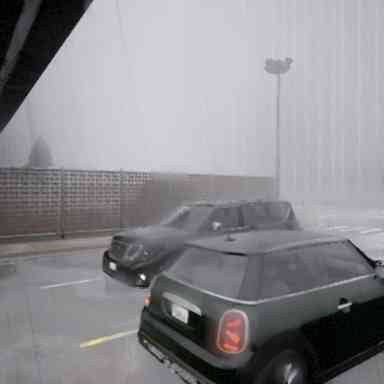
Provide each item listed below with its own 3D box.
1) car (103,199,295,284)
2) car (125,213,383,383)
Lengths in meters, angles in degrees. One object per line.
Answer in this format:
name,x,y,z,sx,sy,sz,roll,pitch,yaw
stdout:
car,0.574,1.217,8.678,5.566,2.045,2.150,0,0,-35
car,1.600,1.350,4.894,4.553,1.767,2.097,0,0,-35
